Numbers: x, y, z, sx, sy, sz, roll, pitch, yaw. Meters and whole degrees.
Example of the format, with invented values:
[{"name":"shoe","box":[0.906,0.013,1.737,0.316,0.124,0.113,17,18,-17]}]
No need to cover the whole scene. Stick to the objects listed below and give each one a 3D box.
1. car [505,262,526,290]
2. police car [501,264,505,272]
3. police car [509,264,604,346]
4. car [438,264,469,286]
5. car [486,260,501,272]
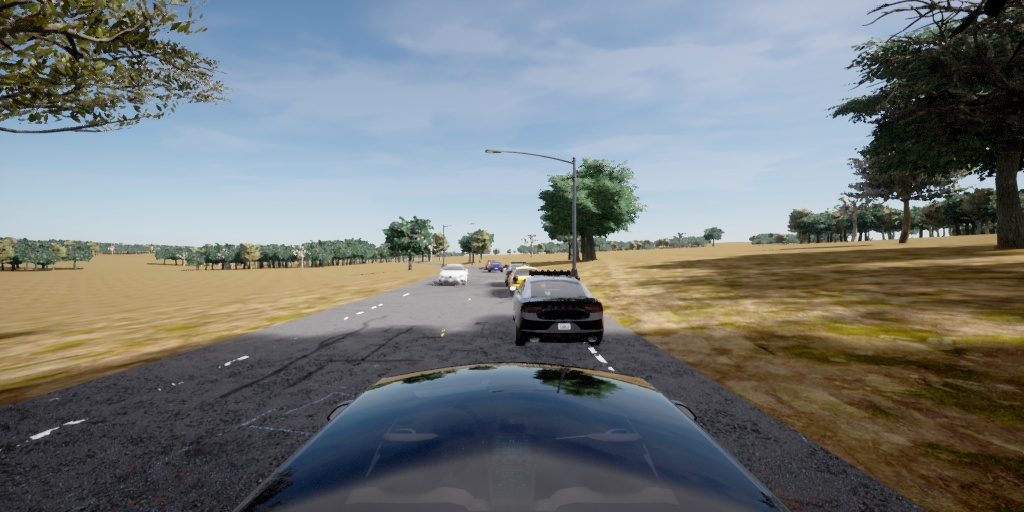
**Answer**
[{"name":"car","box":[0.718,1.241,19.773,1.801,1.575,5.366,0,0,-2]},{"name":"police car","box":[0.460,1.224,25.722,1.930,1.638,5.238,0,0,-3]},{"name":"police car","box":[0.990,1.188,9.638,1.930,1.638,5.238,0,0,-1]},{"name":"car","box":[-4.160,1.322,25.939,1.812,1.442,4.674,0,0,-3]},{"name":"car","box":[-2.215,1.452,48.310,1.812,1.442,4.674,0,-1,-5]}]
